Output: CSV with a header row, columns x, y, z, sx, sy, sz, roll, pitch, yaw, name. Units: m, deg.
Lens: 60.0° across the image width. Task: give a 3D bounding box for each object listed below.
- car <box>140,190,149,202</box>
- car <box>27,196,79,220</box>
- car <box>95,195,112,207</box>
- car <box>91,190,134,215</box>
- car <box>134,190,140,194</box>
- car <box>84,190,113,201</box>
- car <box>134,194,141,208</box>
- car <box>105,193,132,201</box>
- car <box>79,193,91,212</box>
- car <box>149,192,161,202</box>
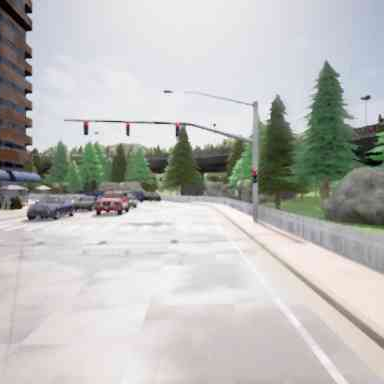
x,y,z,sx,sy,sz,roll,pitch,yaw,name
-10.321,0.701,57.516,2.150,2.045,5.566,0,1,-39,car
-10.621,1.106,25.311,2.097,1.767,4.553,0,0,0,car
-11.776,1.154,44.194,1.994,1.385,4.181,0,1,-16,car
-7.118,0.940,30.397,2.150,2.045,5.566,0,0,0,car
-10.051,0.764,50.231,2.150,2.045,5.566,0,1,-25,car
-18.172,0.623,64.588,5.566,2.045,2.150,0,1,32,car
-7.569,1.235,40.157,1.895,1.301,4.718,0,0,-6,car
-14.741,0.928,66.491,5.357,1.411,2.033,0,1,32,car
-10.750,1.182,34.279,1.837,1.490,4.892,0,0,-1,car
-7.452,0.820,59.516,2.097,1.767,4.553,0,1,-39,car
